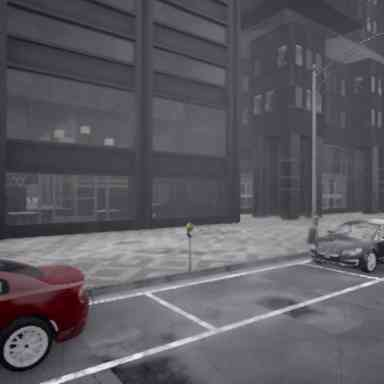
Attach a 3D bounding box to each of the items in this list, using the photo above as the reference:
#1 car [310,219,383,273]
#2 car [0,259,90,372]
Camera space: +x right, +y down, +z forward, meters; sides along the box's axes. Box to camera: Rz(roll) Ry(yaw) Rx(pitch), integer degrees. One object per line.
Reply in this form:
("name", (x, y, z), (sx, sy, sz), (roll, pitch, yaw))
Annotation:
("car", (5.584, 1.571, 10.626), (4.403, 1.369, 2.008), (0, 0, -35))
("car", (-3.594, 1.544, 4.082), (4.507, 1.381, 1.887), (0, 0, -35))
